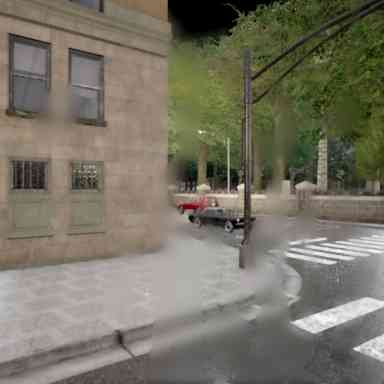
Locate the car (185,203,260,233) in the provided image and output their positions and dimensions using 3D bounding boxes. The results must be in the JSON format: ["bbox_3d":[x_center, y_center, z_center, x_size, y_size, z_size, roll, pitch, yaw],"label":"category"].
[{"bbox_3d":[1.815,1.581,19.855,1.895,1.301,4.718,0,0,-35],"label":"car"}]

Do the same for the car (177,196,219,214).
[{"bbox_3d":[0.571,1.279,31.798,2.192,1.841,5.009,0,0,-35],"label":"car"}]
